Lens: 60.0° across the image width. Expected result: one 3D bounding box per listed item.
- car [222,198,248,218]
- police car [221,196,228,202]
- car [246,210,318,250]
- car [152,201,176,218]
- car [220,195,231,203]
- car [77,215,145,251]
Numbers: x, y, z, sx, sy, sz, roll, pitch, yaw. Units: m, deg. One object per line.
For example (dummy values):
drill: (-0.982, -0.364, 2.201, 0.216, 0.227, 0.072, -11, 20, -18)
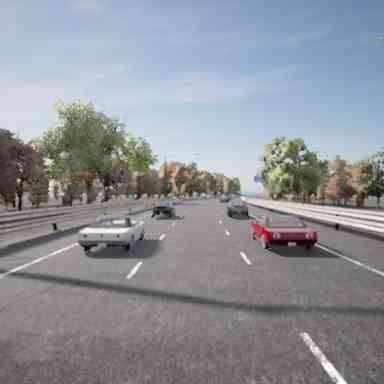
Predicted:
car: (4.330, 1.619, 32.146, 2.128, 1.511, 4.902, 0, 0, 2)
police car: (8.895, 1.865, 90.245, 1.930, 1.638, 5.238, 0, 0, 7)
car: (3.772, 1.659, 14.560, 1.895, 1.301, 4.718, 0, 0, 1)
car: (-2.675, 1.628, 32.137, 1.837, 1.490, 4.892, 0, 0, 2)
car: (7.682, 1.880, 79.355, 2.163, 1.488, 4.792, 0, 0, 6)
car: (-3.239, 1.655, 14.379, 1.895, 1.301, 4.718, 0, 0, 1)
